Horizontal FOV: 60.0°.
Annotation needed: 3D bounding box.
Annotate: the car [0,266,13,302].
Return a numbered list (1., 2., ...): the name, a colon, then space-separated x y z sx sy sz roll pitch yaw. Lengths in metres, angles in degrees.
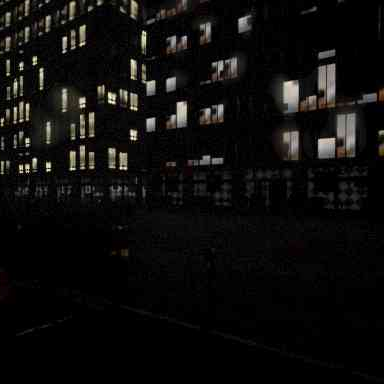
1. car: -5.544 1.526 6.834 4.829 1.417 1.752 0 0 36
